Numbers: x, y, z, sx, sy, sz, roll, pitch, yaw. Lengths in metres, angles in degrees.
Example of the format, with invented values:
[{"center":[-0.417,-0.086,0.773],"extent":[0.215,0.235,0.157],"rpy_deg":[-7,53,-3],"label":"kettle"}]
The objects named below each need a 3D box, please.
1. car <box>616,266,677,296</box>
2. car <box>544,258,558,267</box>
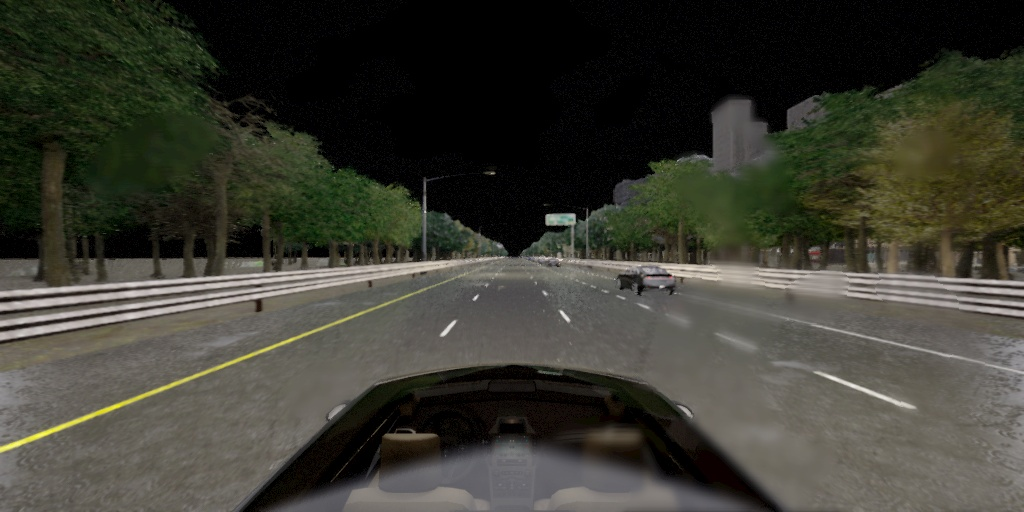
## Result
[{"center":[7.019,1.249,19.229],"extent":[2.128,1.511,4.902],"rpy_deg":[0,0,0],"label":"car"},{"center":[7.216,1.279,64.158],"extent":[1.812,1.442,4.674],"rpy_deg":[0,0,0],"label":"car"}]
